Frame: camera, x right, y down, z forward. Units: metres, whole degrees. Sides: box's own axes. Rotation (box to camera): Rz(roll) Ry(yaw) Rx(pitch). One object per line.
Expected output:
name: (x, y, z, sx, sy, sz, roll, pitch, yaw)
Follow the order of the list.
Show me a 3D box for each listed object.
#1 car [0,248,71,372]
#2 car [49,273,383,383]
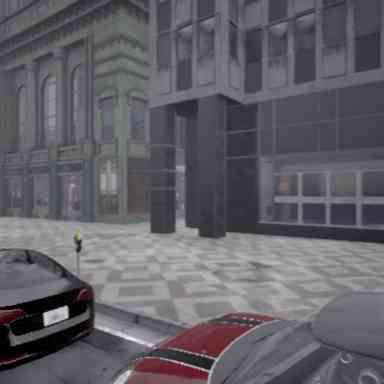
car: (-3.397, 1.603, 5.384, 4.313, 1.339, 1.947, 0, 0, 36)
car: (1.191, 1.441, 2.111, 4.097, 1.590, 1.967, 0, 0, 36)
